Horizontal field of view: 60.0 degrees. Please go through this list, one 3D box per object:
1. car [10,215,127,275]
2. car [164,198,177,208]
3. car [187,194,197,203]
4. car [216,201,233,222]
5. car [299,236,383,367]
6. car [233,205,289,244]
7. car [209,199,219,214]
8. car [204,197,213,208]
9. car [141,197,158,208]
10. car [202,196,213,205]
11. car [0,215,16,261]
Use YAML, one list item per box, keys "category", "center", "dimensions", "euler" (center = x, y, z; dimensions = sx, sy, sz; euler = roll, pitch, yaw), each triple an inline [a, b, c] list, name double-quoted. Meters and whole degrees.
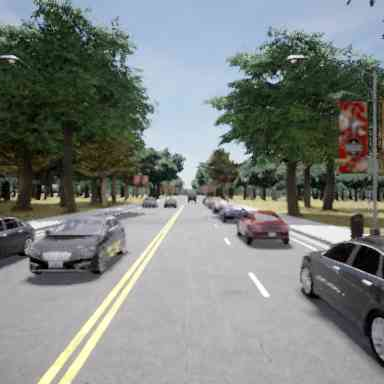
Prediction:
- category: "car"
  center: [-3.348, 1.511, 10.623]
  dimensions: [2.128, 1.511, 4.902]
  euler: [0, 0, 0]
- category: "car"
  center: [-3.313, 1.704, 51.699]
  dimensions: [1.882, 1.535, 5.008]
  euler: [0, 0, 0]
- category: "car"
  center: [0.013, 1.485, 80.606]
  dimensions: [2.150, 2.045, 5.566]
  euler: [0, 0, 0]
- category: "car"
  center: [3.254, 1.683, 26.820]
  dimensions: [1.895, 1.301, 4.718]
  euler: [0, 0, 0]
- category: "car"
  center: [3.352, 1.515, 5.683]
  dimensions: [1.837, 1.490, 4.892]
  euler: [0, 0, 0]
- category: "car"
  center: [3.253, 1.558, 15.789]
  dimensions: [1.812, 1.442, 4.674]
  euler: [0, 0, 0]
- category: "car"
  center: [3.256, 1.747, 37.820]
  dimensions: [1.895, 1.301, 4.718]
  euler: [0, 0, 0]
- category: "car"
  center: [3.258, 1.757, 48.790]
  dimensions: [2.033, 1.411, 5.357]
  euler: [0, 0, 0]
- category: "car"
  center: [-6.561, 1.581, 51.933]
  dimensions: [2.097, 1.767, 4.553]
  euler: [0, 0, 0]
- category: "car"
  center: [3.261, 1.775, 70.791]
  dimensions: [2.033, 1.649, 4.856]
  euler: [0, 0, 0]
- category: "car"
  center: [-6.598, 1.523, 10.219]
  dimensions: [1.837, 1.490, 4.892]
  euler: [0, 0, 0]
